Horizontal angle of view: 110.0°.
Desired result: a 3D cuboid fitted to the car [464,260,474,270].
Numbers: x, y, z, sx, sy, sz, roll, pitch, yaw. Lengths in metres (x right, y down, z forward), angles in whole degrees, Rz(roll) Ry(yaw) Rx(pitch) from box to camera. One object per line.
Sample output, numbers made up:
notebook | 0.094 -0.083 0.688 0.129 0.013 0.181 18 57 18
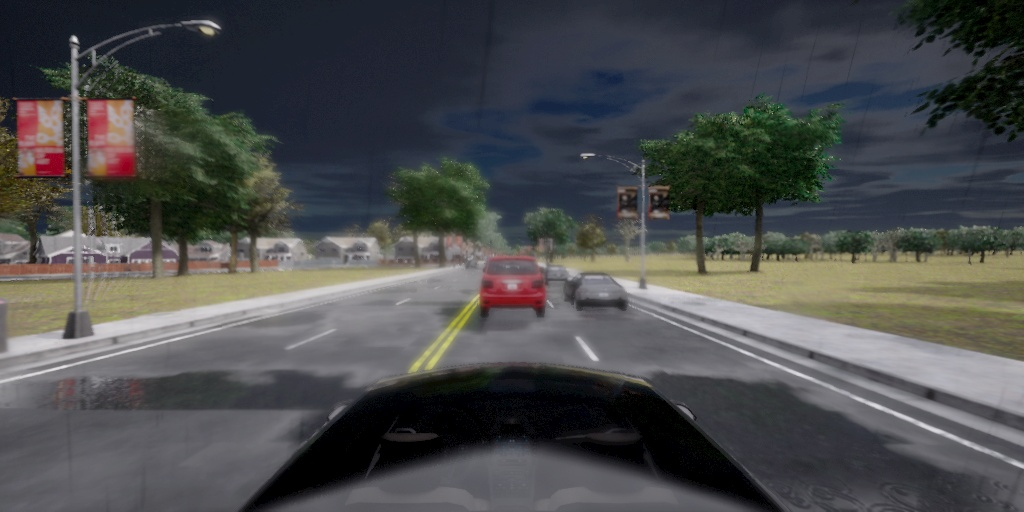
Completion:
car | -6.556 1.418 58.246 1.837 1.490 4.892 0 0 0

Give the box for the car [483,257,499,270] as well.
car | -3.304 1.132 58.173 2.150 2.045 5.566 0 0 1

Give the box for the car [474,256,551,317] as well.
car | 0.038 1.011 13.489 2.150 2.045 5.566 0 0 1

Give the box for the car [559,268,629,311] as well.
car | 3.299 1.356 14.804 1.994 1.385 4.181 0 0 1

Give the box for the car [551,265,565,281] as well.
car | 3.279 1.378 27.467 2.033 1.411 5.357 0 0 1
